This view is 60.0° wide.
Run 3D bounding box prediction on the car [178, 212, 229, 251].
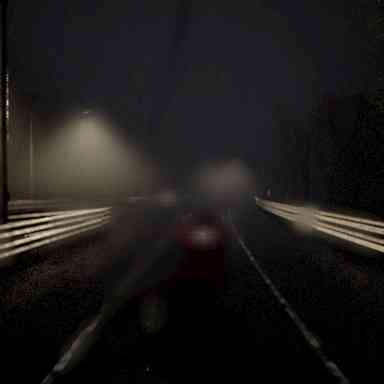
[{"bbox_3d":[0.540,1.558,14.194,1.994,1.385,4.181,0,0,3],"label":"car"}]
